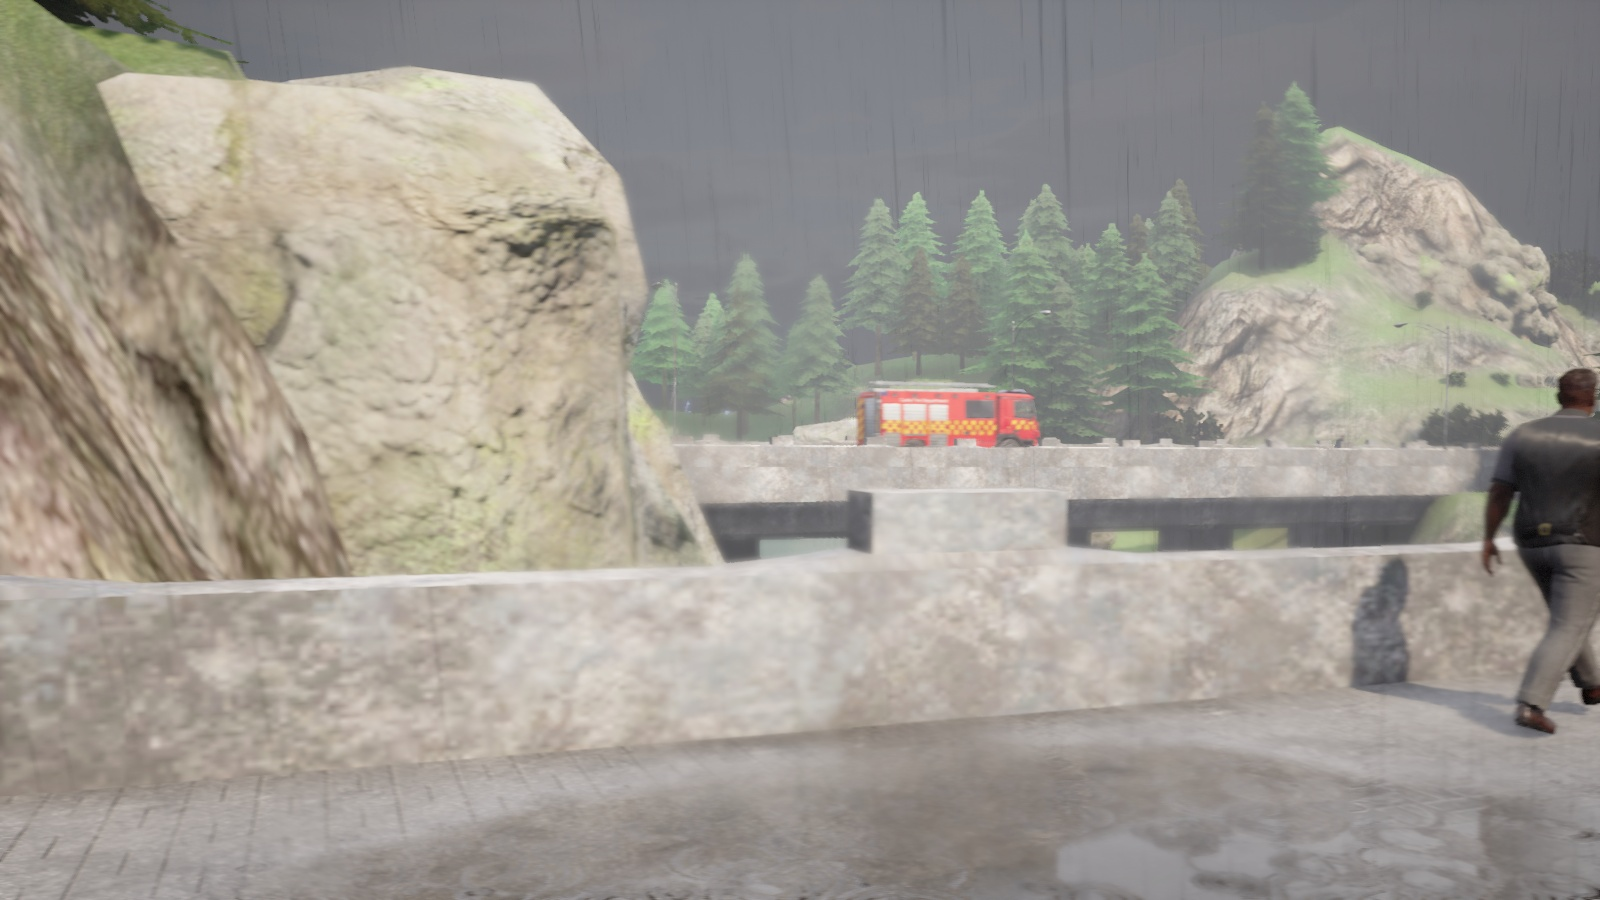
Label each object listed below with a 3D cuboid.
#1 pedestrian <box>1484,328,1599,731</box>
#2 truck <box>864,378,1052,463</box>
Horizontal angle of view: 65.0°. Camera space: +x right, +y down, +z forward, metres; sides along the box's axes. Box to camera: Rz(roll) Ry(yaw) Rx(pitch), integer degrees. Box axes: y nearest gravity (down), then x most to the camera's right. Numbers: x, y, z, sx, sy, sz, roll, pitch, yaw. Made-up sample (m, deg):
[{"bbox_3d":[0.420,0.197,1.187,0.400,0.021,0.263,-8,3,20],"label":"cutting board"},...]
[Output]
[{"bbox_3d":[3.940,0.363,6.305,0.849,1.883,0.563,-1,1,-34],"label":"pedestrian"},{"bbox_3d":[7.511,-1.417,59.572,8.468,3.827,2.891,-1,1,-21],"label":"truck"}]
